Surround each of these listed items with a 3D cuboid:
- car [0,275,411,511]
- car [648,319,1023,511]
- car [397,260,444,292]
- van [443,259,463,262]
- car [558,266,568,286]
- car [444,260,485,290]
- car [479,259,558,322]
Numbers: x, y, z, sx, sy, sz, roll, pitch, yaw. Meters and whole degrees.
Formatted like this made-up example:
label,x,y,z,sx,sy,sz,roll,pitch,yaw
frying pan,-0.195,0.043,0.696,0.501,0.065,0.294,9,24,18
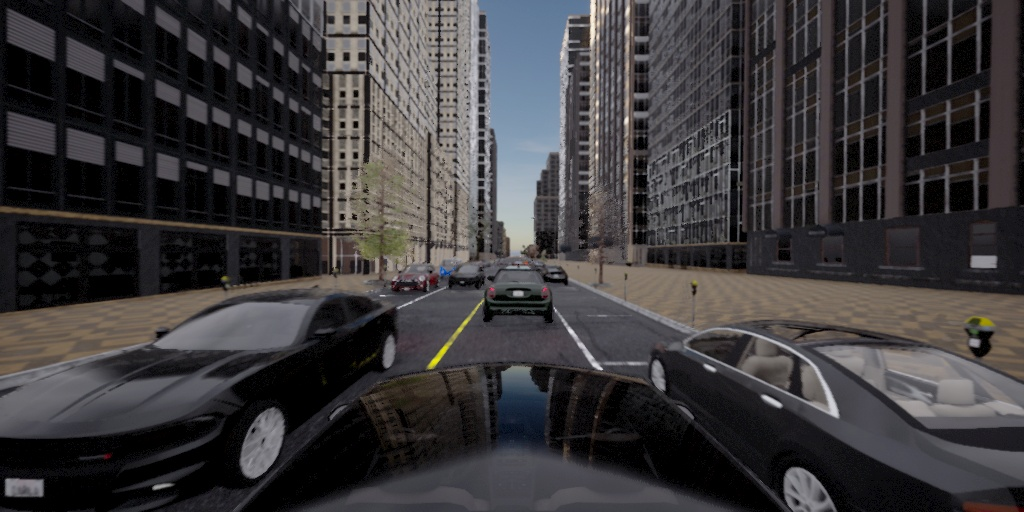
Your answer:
label,x,y,z,sx,sy,sz,roll,pitch,yaw
car,-3.078,1.212,4.789,1.882,1.535,5.008,0,0,1
car,2.819,1.325,3.637,2.007,1.370,4.403,0,0,1
car,-5.454,1.188,20.690,1.967,1.591,4.097,0,0,1
van,-5.297,1.111,31.971,1.690,1.789,3.998,0,0,1
car,3.005,1.385,26.206,1.948,1.339,4.313,0,0,1
car,-2.809,1.249,23.054,1.882,1.535,5.008,0,0,1
car,0.221,1.124,12.542,2.097,1.767,4.553,0,0,1
